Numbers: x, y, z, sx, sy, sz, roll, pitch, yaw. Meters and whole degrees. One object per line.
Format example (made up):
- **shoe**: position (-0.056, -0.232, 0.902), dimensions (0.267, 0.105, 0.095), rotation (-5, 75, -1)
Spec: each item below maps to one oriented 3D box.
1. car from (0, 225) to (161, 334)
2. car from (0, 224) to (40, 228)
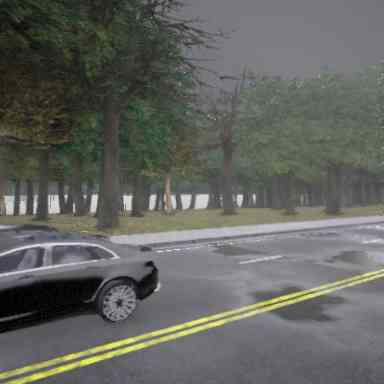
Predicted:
- **car**: position (-2.891, 1.495, 5.613), dimensions (4.902, 1.511, 2.128), rotation (0, 0, -36)
- **car**: position (-4.640, 1.552, 8.360), dimensions (5.357, 1.411, 2.033), rotation (0, 0, -36)
